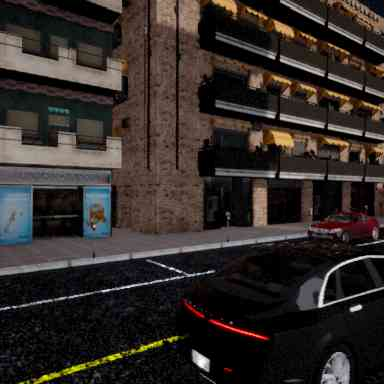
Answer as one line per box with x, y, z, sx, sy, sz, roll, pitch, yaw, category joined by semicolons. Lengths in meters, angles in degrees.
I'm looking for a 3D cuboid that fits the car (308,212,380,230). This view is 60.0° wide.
7.172;1.583;15.538;4.206;1.307;1.802;0;0;-35;car

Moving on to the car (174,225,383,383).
2.061;1.506;4.903;4.892;1.490;1.837;0;0;-35;car
